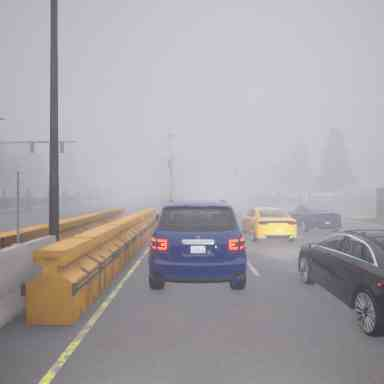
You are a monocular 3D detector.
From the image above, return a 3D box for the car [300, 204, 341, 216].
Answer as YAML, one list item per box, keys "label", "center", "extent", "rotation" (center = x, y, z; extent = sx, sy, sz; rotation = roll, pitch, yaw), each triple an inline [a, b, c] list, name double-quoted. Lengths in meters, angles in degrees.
- label: "car"
  center: [7.159, 1.478, 20.011]
  extent: [1.882, 1.535, 5.008]
  rotation: [0, 0, 0]

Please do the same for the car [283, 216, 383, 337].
- label: "car"
  center: [3.615, 1.492, 6.612]
  extent: [2.128, 1.511, 4.902]
  rotation: [0, 0, 0]

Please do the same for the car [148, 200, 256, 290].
- label: "car"
  center: [0.127, 1.222, 9.221]
  extent: [2.150, 2.045, 5.566]
  rotation: [0, 0, 0]

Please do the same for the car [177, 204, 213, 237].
- label: "car"
  center: [0.154, 1.505, 19.070]
  extent: [1.837, 1.490, 4.892]
  rotation: [0, 0, 0]

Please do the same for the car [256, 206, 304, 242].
- label: "car"
  center: [3.646, 1.478, 16.454]
  extent: [1.882, 1.535, 5.008]
  rotation: [0, 0, 0]
